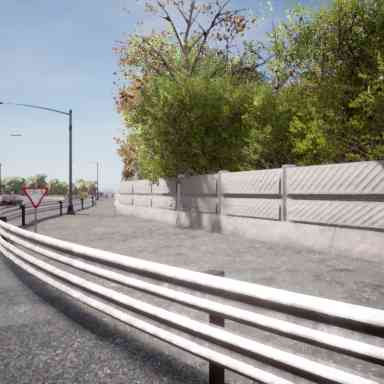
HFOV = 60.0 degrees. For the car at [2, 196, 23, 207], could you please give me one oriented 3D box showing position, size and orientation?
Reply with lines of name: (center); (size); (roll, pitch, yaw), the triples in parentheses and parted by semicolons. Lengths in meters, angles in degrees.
car: (-28.411, 1.347, 52.758); (2.097, 1.767, 4.553); (0, 0, -13)
